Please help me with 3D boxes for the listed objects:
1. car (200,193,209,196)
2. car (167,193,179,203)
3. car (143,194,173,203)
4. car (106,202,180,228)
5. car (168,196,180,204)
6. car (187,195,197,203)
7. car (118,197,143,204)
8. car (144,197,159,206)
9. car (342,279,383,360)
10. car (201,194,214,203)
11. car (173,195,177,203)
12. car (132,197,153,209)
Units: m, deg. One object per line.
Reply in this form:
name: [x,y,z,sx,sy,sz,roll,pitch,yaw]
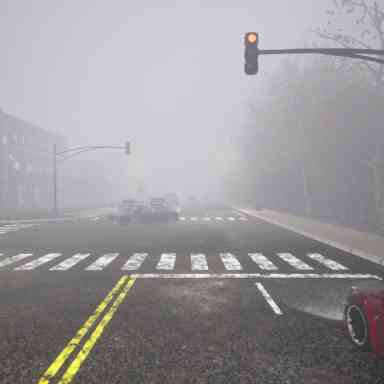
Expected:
car: [3.123,1.194,76.296,2.150,2.045,5.566,0,0,0]
car: [-3.425,1.202,53.965,2.150,2.045,5.566,0,0,1]
car: [-3.403,1.342,34.133,2.097,1.767,4.553,0,0,0]
car: [-3.095,1.595,21.966,4.718,1.301,1.895,0,0,-42]
car: [-3.406,1.523,64.569,2.033,1.411,5.357,0,0,0]
car: [-0.014,1.327,66.420,2.097,1.767,4.553,0,0,0]
car: [-6.653,1.494,35.675,1.837,1.490,4.892,0,0,0]
car: [-6.668,1.506,55.231,1.812,1.442,4.674,0,0,0]
car: [3.347,1.563,3.531,1.994,1.385,4.181,0,0,0]
car: [3.235,1.576,66.113,1.895,1.301,4.718,0,0,0]
car: [-3.411,1.533,43.607,2.033,1.411,5.357,0,0,1]
car: [-6.663,1.476,45.098,2.128,1.511,4.902,0,0,0]
